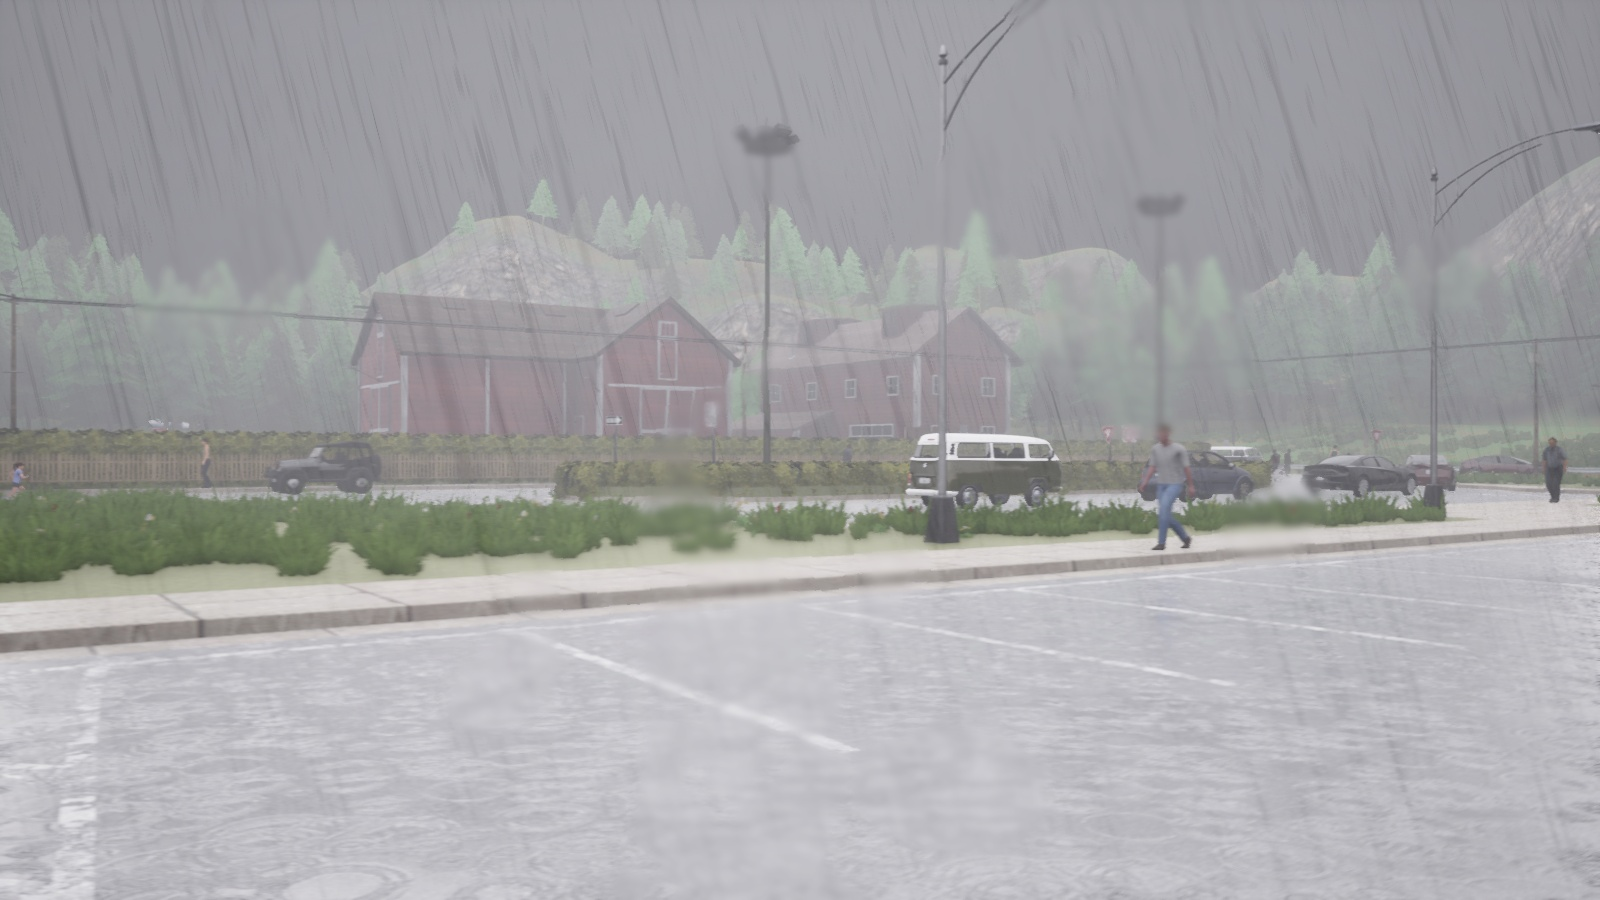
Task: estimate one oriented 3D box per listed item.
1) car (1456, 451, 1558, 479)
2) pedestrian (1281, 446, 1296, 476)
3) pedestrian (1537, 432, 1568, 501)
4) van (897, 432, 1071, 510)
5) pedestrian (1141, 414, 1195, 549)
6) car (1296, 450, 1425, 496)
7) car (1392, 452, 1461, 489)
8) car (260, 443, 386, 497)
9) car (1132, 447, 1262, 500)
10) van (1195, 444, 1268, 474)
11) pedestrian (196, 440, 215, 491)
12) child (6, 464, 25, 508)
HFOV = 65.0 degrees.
[{"bbox_3d":[40.143,0.835,71.344,4.792,1.488,2.163,0,0,39],"label":"car"},{"bbox_3d":[30.058,0.656,77.291,0.431,1.840,0.703,0,0,-34],"label":"pedestrian"},{"bbox_3d":[20.557,0.441,34.292,0.694,1.848,0.540,0,0,-42],"label":"pedestrian"},{"bbox_3d":[5.110,0.542,34.656,4.480,2.038,2.069,0,0,-33],"label":"van"},{"bbox_3d":[5.132,0.432,17.493,0.706,1.836,0.354,0,0,-36],"label":"pedestrian"},{"bbox_3d":[20.082,0.790,44.904,5.008,1.535,1.882,0,0,-35],"label":"car"},{"bbox_3d":[26.130,0.818,52.505,2.163,1.488,4.792,0,0,21],"label":"car"},{"bbox_3d":[-17.014,0.687,44.812,3.866,1.878,1.905,0,0,-34],"label":"car"},{"bbox_3d":[12.593,0.714,39.762,3.988,1.617,1.851,0,0,-34],"label":"car"},{"bbox_3d":[29.881,0.618,87.032,2.069,2.038,4.480,0,0,-34],"label":"van"},{"bbox_3d":[-21.554,0.557,45.529,0.594,1.836,0.345,0,0,-17],"label":"pedestrian"},{"bbox_3d":[-19.956,0.901,31.931,0.394,1.110,0.255,0,0,-35],"label":"child"}]
